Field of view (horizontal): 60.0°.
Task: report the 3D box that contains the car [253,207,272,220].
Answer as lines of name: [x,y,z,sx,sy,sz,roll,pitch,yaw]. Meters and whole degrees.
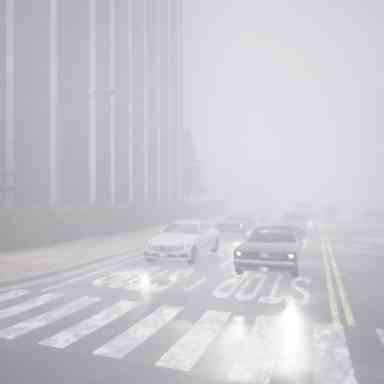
car: [6.639,2.184,31.772,2.128,1.511,4.902,-1,-1,21]

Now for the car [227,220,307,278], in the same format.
car: [2.764,1.881,11.345,1.895,1.301,4.718,-1,-1,20]

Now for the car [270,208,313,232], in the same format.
car: [6.599,2.021,21.674,2.033,1.411,5.357,-1,-1,20]

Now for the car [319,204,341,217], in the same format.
car: [17.456,2.309,42.236,1.882,1.535,5.008,-1,-1,12]

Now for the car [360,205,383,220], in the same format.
car: [19.435,2.155,35.878,1.882,1.535,5.008,-1,-1,20]

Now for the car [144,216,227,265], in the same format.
car: [-0.190,1.875,13.433,1.812,1.442,4.674,-1,-1,20]

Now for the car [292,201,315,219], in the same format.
car: [12.783,2.097,38.078,2.150,2.045,5.566,-1,-1,20]

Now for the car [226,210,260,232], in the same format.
car: [2.974,2.110,21.967,1.895,1.301,4.718,-1,-1,20]
